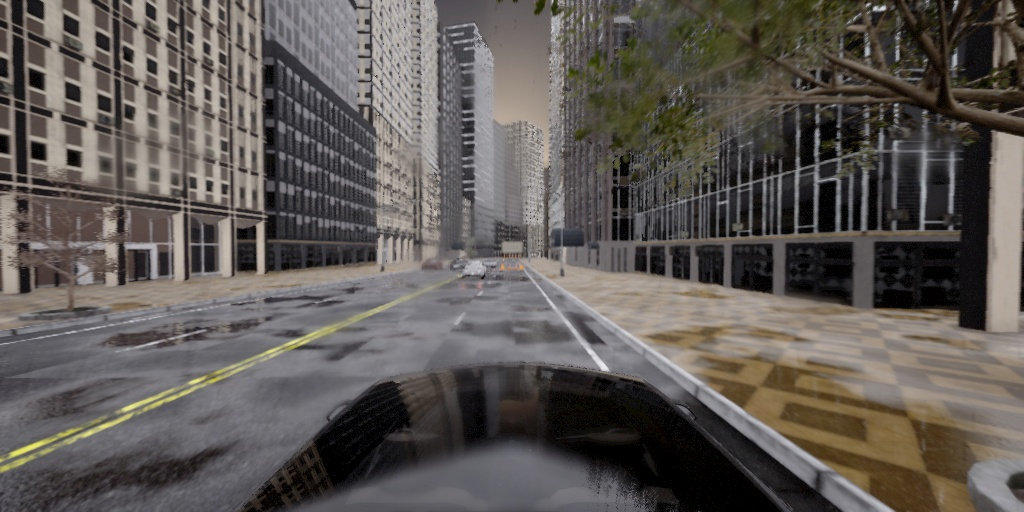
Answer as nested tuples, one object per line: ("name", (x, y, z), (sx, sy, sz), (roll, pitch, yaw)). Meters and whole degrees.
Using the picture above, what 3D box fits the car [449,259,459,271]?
("car", (-6.565, 1.075, 44.724), (2.128, 1.511, 4.902), (0, 0, 0))

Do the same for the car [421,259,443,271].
("car", (-9.815, 1.063, 44.406), (1.882, 1.535, 5.008), (0, 0, 0))

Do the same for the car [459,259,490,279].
("car", (-3.139, 1.162, 30.984), (1.812, 1.442, 4.674), (0, 0, 0))

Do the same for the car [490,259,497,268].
("car", (-3.131, 1.153, 52.909), (1.895, 1.301, 4.718), (0, 0, 0))

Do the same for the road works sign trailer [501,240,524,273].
("road works sign trailer", (0.020, 0.067, 39.598), (2.380, 3.560, 2.880), (0, 0, 1))
